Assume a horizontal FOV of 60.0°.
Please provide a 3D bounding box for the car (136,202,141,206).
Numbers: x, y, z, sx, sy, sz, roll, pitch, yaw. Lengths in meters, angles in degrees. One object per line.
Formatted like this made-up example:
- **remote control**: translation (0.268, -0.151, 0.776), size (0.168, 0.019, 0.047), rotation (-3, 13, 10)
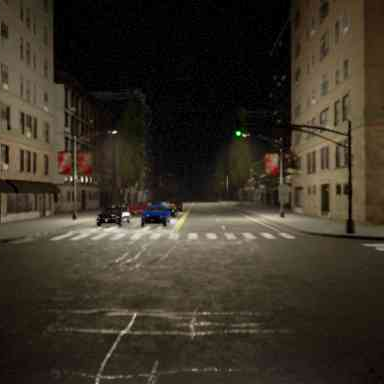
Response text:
- **car**: translation (-5.746, 1.869, 36.679), size (1.882, 1.535, 5.008), rotation (0, -1, 1)

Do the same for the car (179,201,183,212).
- **car**: translation (-2.287, 1.941, 45.939), size (1.882, 1.535, 5.008), rotation (0, -1, 1)

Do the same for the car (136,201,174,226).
- **car**: translation (-2.737, 1.747, 25.795), size (1.882, 1.535, 5.008), rotation (0, -1, 1)

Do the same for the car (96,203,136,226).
- **car**: translation (-5.986, 1.792, 25.873), size (1.837, 1.490, 4.892), rotation (0, -1, 1)

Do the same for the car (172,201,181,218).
- **car**: translation (-2.531, 1.960, 35.131), size (1.895, 1.301, 4.718), rotation (0, -1, 1)

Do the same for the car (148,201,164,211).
- **car**: translation (-5.423, 2.088, 50.523), size (1.994, 1.385, 4.181), rotation (0, -1, 2)
